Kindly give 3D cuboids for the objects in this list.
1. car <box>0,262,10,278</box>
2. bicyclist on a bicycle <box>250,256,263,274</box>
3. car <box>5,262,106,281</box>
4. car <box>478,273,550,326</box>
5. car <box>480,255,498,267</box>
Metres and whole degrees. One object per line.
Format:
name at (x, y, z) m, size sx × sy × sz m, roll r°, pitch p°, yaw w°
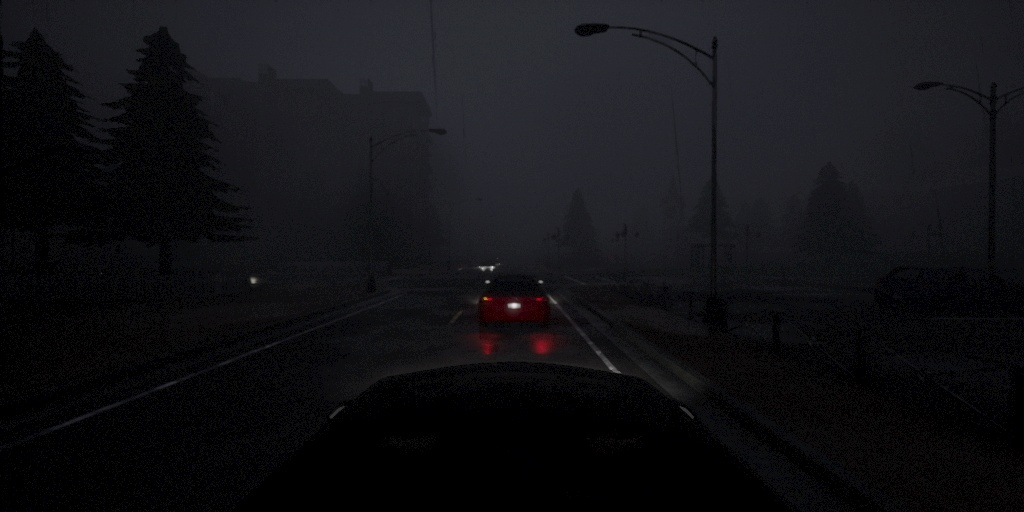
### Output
car at (-43.135, 1.141, 28.210) m, size 4.718 × 1.301 × 1.895 m, roll 0°, pitch 0°, yaw 1°
bicyclist on a bicycle at (-22.973, 0.806, 32.257) m, size 0.582 × 1.620 × 1.656 m, roll 0°, pitch 1°, yaw -1°
car at (-31.591, 1.117, 24.709) m, size 5.357 × 1.411 × 2.033 m, roll 0°, pitch 0°, yaw 0°
car at (0.070, 1.233, 11.253) m, size 1.994 × 1.385 × 4.181 m, roll 0°, pitch 1°, yaw 0°
car at (-3.568, 0.879, 52.726) m, size 1.994 × 1.385 × 4.181 m, roll 0°, pitch 1°, yaw 0°
